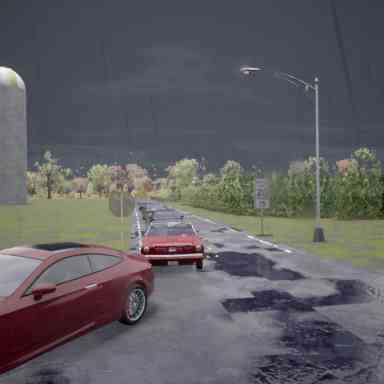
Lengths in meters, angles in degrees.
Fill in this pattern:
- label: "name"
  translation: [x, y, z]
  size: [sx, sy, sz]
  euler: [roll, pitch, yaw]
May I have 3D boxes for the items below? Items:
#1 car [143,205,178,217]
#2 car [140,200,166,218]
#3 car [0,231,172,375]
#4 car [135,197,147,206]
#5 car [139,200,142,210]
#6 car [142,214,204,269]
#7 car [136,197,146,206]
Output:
- label: "car"
  translation: [-1.413, 1.650, 17.817]
  size: [1.994, 1.385, 4.181]
  euler: [-1, 0, -10]
- label: "car"
  translation: [-2.376, 1.601, 23.452]
  size: [2.128, 1.511, 4.902]
  euler: [-1, 0, -10]
- label: "car"
  translation: [-2.370, 1.557, 5.056]
  size: [1.812, 1.442, 4.674]
  euler: [0, -1, 29]
- label: "car"
  translation: [-9.748, 1.780, 63.465]
  size: [2.128, 1.511, 4.902]
  euler: [-1, 0, -11]
- label: "car"
  translation: [-3.501, 1.702, 29.871]
  size: [1.994, 1.385, 4.181]
  euler: [-1, 0, -10]
- label: "car"
  translation: [-0.709, 1.664, 11.370]
  size: [1.895, 1.301, 4.718]
  euler: [-1, 0, -5]
- label: "car"
  translation: [-6.127, 1.749, 44.271]
  size: [2.033, 1.411, 5.357]
  euler: [-1, 0, -11]
